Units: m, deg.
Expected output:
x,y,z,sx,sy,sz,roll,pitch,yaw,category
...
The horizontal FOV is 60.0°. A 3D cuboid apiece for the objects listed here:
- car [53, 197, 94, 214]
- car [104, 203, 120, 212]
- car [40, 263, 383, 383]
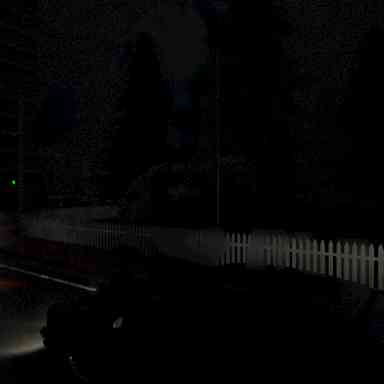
x,y,z,sx,sy,sz,roll,pitch,yaw,category
-12.170,1.296,34.511,2.097,1.767,4.553,0,0,19,car
-7.828,1.545,36.925,1.895,1.301,4.718,0,0,13,car
0.606,1.547,3.562,5.357,1.411,2.033,0,0,36,car
